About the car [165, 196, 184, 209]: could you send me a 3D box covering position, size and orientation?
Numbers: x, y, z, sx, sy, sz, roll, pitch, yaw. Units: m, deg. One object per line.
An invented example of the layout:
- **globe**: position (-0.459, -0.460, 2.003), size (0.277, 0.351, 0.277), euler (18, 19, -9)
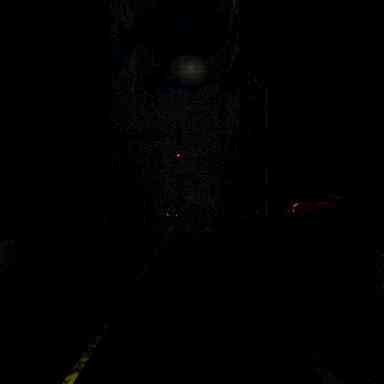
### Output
- **car**: position (-2.585, 1.553, 45.499), size (1.994, 1.385, 4.181), euler (0, 0, 1)

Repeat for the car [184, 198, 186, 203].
- **car**: position (-2.462, 1.542, 56.035), size (2.033, 1.411, 5.357), euler (0, 0, 1)

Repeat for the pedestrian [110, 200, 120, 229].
- **pedestrian**: position (-4.721, 1.286, 19.904), size (0.375, 1.860, 0.375), euler (0, 0, 1)

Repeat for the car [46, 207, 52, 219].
- **car**: position (-14.143, 1.516, 27.717), size (4.553, 1.767, 2.097), euler (-1, 0, 1)

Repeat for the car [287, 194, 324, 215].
- **car**: position (11.117, 1.183, 30.647), size (4.553, 1.767, 2.097), euler (-1, 0, -2)

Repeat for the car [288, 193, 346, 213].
- **car**: position (12.456, 1.110, 33.349), size (5.009, 1.841, 2.192), euler (-1, 1, 1)

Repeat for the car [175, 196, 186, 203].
- **car**: position (-2.263, 1.571, 67.575), size (1.994, 1.385, 4.181), euler (0, 0, 0)

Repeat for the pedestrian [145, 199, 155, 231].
- **pedestrian**: position (-2.466, 1.286, 18.681), size (0.375, 1.860, 0.375), euler (0, 0, 1)

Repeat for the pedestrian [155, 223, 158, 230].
- **pedestrian**: position (-2.323, 1.286, 19.279), size (0.375, 1.860, 0.375), euler (0, 0, 1)

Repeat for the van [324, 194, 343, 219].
- **van**: position (12.383, 1.198, 24.825), size (3.998, 1.788, 1.690), euler (-1, 1, 1)
